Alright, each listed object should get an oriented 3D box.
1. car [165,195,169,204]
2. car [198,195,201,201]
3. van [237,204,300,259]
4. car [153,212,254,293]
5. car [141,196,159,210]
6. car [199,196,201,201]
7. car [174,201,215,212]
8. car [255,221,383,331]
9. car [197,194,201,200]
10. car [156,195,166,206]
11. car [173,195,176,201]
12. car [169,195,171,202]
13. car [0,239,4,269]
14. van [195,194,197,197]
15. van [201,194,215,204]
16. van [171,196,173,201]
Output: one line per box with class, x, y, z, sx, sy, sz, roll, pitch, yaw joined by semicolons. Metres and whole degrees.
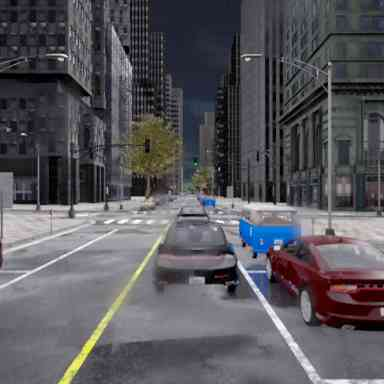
car;-5.900;1.453;60.874;2.192;1.841;5.009;0;0;0
car;2.623;1.683;61.248;1.887;1.381;4.507;0;0;0
van;2.751;1.364;12.438;1.690;1.788;3.998;0;0;0
car;0.080;1.508;8.888;2.128;1.511;4.902;0;0;0
car;-5.870;1.621;44.834;1.752;1.417;4.829;0;0;0
car;2.635;1.690;55.835;1.947;1.339;4.313;0;0;0
car;-0.001;1.529;19.237;2.128;1.511;4.902;0;0;-1
car;2.763;1.557;6.913;1.887;1.381;4.507;0;0;0
car;2.598;1.721;72.075;2.008;1.369;4.403;0;0;0
car;-5.889;1.668;55.585;1.887;1.381;4.507;0;0;0
car;-5.963;1.784;87.318;1.947;1.339;4.313;0;0;0
car;-5.913;1.704;66.163;2.008;1.369;4.403;0;0;0
car;-5.792;1.557;6.911;1.887;1.381;4.507;0;0;0
van;2.548;1.580;93.729;1.690;1.788;3.998;0;0;0
van;2.649;1.450;50.423;1.690;1.788;3.998;0;0;0
van;-5.938;1.526;76.741;1.690;1.788;3.998;0;0;0
